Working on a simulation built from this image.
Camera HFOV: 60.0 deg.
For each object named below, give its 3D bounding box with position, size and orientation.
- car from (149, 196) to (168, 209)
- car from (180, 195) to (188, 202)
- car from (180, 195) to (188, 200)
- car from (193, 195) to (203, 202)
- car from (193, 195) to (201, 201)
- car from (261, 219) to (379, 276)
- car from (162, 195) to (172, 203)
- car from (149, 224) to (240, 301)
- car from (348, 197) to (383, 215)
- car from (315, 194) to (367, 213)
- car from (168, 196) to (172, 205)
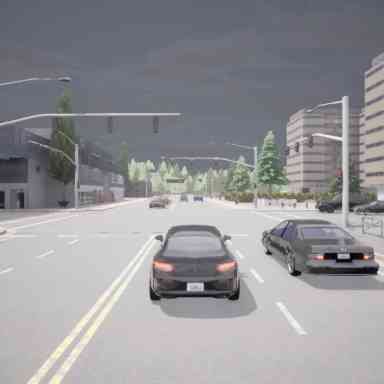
[{"bbox_3d":[-4.620,1.564,44.559,1.994,1.385,4.181,0,0,-2],"label":"car"},{"bbox_3d":[-1.908,1.533,78.143,2.033,1.411,5.357,0,0,-1],"label":"car"},{"bbox_3d":[-2.181,1.467,88.779,1.994,1.385,4.181,0,0,-1],"label":"car"},{"bbox_3d":[1.579,1.478,78.713,1.882,1.535,5.008,0,0,-1],"label":"car"},{"bbox_3d":[1.318,1.500,88.851,1.837,1.490,4.892,0,0,-1],"label":"car"},{"bbox_3d":[3.534,1.547,10.280,2.033,1.411,5.357,0,0,0],"label":"car"},{"bbox_3d":[-5.183,1.477,69.324,1.882,1.535,5.008,0,0,-1],"label":"car"},{"bbox_3d":[0.037,1.526,8.224,1.812,1.442,4.674,0,0,-1],"label":"car"},{"bbox_3d":[18.226,1.526,32.537,4.674,1.442,1.812,0,0,-2],"label":"car"},{"bbox_3d":[16.291,1.222,36.005,5.566,2.045,2.150,0,0,-2],"label":"car"},{"bbox_3d":[-4.930,1.563,56.237,1.994,1.385,4.181,0,0,-1],"label":"car"}]
